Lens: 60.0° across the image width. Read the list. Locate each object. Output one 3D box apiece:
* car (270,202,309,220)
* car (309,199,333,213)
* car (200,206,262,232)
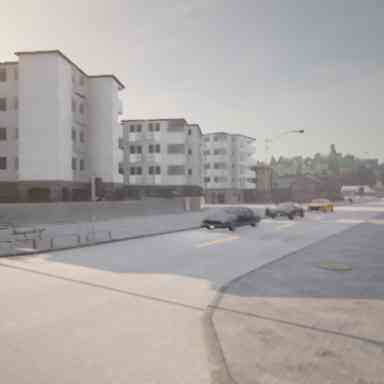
[{"bbox_3d":[8.573,1.625,29.732,1.812,1.442,4.674,-1,0,36],"label":"car"},{"bbox_3d":[14.874,1.576,38.514,1.882,1.535,5.008,-1,0,36],"label":"car"},{"bbox_3d":[2.695,1.647,21.519,2.033,1.411,5.357,-1,0,36],"label":"car"}]
